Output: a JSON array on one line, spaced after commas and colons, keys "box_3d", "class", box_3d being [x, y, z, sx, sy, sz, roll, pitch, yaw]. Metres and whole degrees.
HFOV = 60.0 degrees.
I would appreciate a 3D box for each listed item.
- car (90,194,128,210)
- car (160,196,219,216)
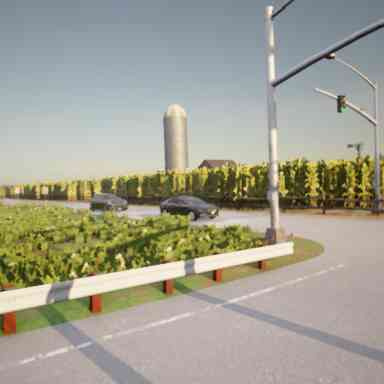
[{"box_3d": [-7.843, 0.955, 31.218, 2.097, 1.767, 4.553, -4, 2, -40], "class": "car"}, {"box_3d": [-0.295, 1.058, 22.327, 1.837, 1.490, 4.892, -4, 2, -40], "class": "car"}]
